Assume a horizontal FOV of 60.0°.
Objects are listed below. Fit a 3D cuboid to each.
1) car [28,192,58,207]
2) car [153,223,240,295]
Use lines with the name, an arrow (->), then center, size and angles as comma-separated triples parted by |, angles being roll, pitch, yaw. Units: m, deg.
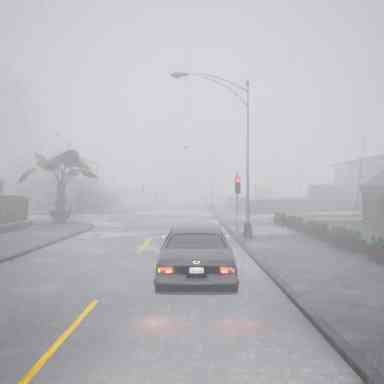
car -> -19.744, 0.985, 43.924 | 1.905, 1.878, 3.866 | 0, 0, 35
car -> 0.100, 1.547, 8.879 | 2.033, 1.411, 5.357 | 0, 0, 0
